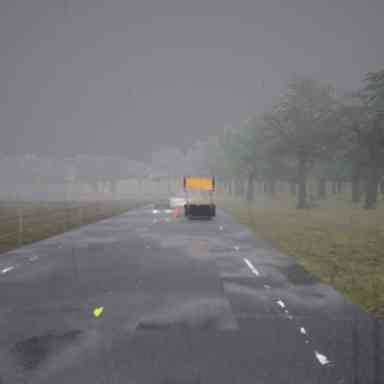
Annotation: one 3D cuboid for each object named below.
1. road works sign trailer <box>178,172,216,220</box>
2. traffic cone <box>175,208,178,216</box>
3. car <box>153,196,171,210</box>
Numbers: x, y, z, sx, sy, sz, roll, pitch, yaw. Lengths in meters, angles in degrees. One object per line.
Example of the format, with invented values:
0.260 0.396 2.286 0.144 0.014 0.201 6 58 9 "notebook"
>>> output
0.532 0.829 23.939 2.380 3.560 2.880 0 45 4 "road works sign trailer"
-1.487 1.838 27.492 0.340 0.580 0.340 0 0 0 "traffic cone"
-3.587 1.328 40.781 1.837 1.490 4.892 0 0 0 "car"
